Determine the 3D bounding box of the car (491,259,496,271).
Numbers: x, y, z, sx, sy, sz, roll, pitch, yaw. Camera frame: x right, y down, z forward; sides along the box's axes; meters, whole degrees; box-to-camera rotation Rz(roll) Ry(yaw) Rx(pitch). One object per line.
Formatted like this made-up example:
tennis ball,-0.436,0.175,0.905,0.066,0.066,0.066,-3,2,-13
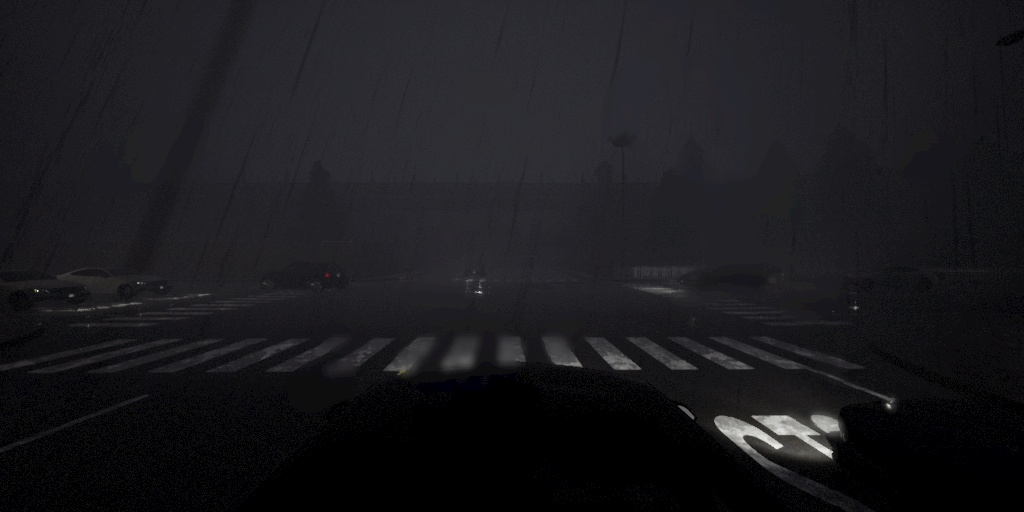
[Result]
car,-3.482,1.250,45.936,1.837,1.490,4.892,0,0,0

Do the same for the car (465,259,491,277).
car,-3.499,1.238,35.530,2.128,1.511,4.902,0,0,0

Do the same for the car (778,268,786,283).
car,15.513,1.197,24.034,4.892,1.490,1.837,0,0,2

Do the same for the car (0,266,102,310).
car,-19.019,1.219,13.583,4.674,1.442,1.812,0,0,0

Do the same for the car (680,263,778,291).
car,12.226,1.218,20.724,4.674,1.442,1.812,0,0,1

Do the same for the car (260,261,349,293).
car,-11.820,1.076,20.445,4.553,1.767,2.097,1,0,11

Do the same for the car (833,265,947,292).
car,21.101,1.218,20.324,4.674,1.442,1.812,0,0,5

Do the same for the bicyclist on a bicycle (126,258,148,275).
bicyclist on a bicycle,-29.359,0.993,28.076,0.582,1.620,1.656,0,0,0

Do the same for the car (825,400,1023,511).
car,3.585,1.298,0.538,2.033,1.411,5.357,0,0,0

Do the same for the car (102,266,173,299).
car,-19.027,1.219,17.087,4.674,1.442,1.812,0,0,0
